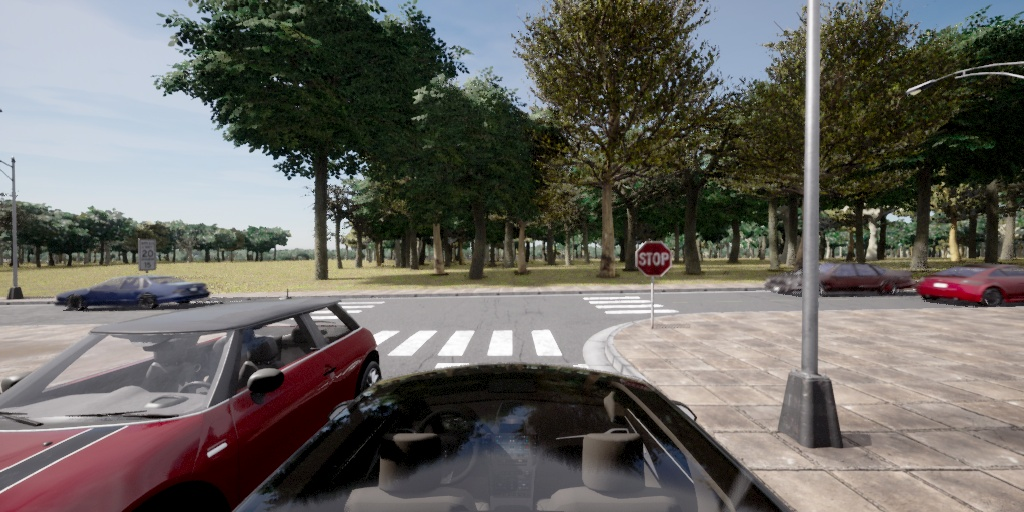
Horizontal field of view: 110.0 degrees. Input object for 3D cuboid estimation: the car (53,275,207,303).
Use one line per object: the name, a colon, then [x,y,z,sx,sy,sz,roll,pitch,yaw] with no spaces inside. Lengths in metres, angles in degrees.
car: [-16.456,1.562,15.721,5.357,1.411,2.033,-1,1,0]

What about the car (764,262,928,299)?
car: [14.233,0.979,15.697,5.357,1.411,2.033,-1,1,0]

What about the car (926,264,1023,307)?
car: [17.256,0.977,12.757,4.181,1.385,1.994,-1,1,0]

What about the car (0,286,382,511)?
car: [-2.640,1.189,2.944,1.967,1.591,4.097,0,0,0]
